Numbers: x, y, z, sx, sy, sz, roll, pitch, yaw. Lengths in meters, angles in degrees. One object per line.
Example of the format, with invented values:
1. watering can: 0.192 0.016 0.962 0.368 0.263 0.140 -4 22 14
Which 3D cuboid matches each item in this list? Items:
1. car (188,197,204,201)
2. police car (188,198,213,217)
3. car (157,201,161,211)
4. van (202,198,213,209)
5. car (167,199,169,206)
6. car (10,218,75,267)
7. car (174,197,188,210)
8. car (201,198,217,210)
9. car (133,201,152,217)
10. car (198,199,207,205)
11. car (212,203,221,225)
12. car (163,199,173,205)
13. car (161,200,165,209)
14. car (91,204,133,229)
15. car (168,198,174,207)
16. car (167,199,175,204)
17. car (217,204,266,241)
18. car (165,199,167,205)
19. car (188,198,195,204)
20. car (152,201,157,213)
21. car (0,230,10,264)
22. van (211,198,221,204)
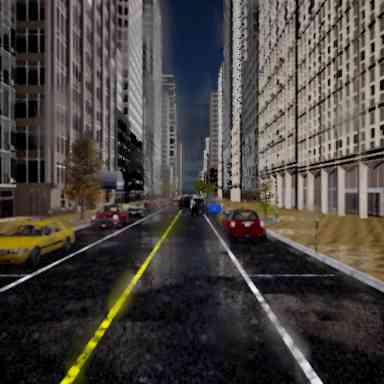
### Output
1. car: 0.840 1.691 45.939 2.150 2.045 5.566 0 -1 0
2. police car: 0.852 1.791 36.017 1.930 1.638 5.238 0 -1 0
3. car: -5.759 2.013 46.234 1.887 1.381 4.507 -1 -1 0
4. van: 2.605 1.925 57.614 1.690 1.788 3.998 -1 -1 0
5. car: -5.789 2.249 68.967 2.008 1.369 4.403 -1 -1 0
6. car: -5.714 1.647 11.964 1.752 1.417 4.829 -1 -1 0
7. car: -0.211 1.750 52.291 2.150 2.045 5.566 -1 0 24
8. car: 2.612 1.842 51.931 2.192 1.841 5.009 -1 -1 0
9. car: -5.744 1.905 34.867 2.008 1.369 4.403 -1 -1 0
10. car: 2.577 2.364 80.345 2.008 1.369 4.403 -1 -1 0
11. car: 2.651 1.766 23.681 1.752 1.417 4.829 -1 -1 0
12. car: -5.803 2.364 80.334 2.008 1.369 4.403 -1 -1 0
13. car: -5.767 2.077 51.917 2.008 1.369 4.403 -1 -1 0
14. car: -5.730 1.679 23.502 1.967 1.590 4.097 -1 -1 0
15. car: -3.100 2.187 65.311 1.812 1.442 4.674 0 -1 0
16. car: -5.818 2.509 91.700 1.802 1.307 4.206 -1 -1 0
17. car: 2.658 1.622 17.829 1.967 1.590 4.097 -1 -1 0
18. car: -5.773 2.166 57.600 1.802 1.307 4.206 -1 -1 0
19. car: -0.114 2.293 86.913 1.812 1.442 4.674 0 -1 0
20. car: -5.751 1.977 40.550 1.947 1.339 4.313 -1 -1 0
21. car: -5.707 1.507 6.452 1.967 1.590 4.097 -1 -1 0
22. van: 2.627 1.753 40.564 1.690 1.788 3.998 -1 -1 0
